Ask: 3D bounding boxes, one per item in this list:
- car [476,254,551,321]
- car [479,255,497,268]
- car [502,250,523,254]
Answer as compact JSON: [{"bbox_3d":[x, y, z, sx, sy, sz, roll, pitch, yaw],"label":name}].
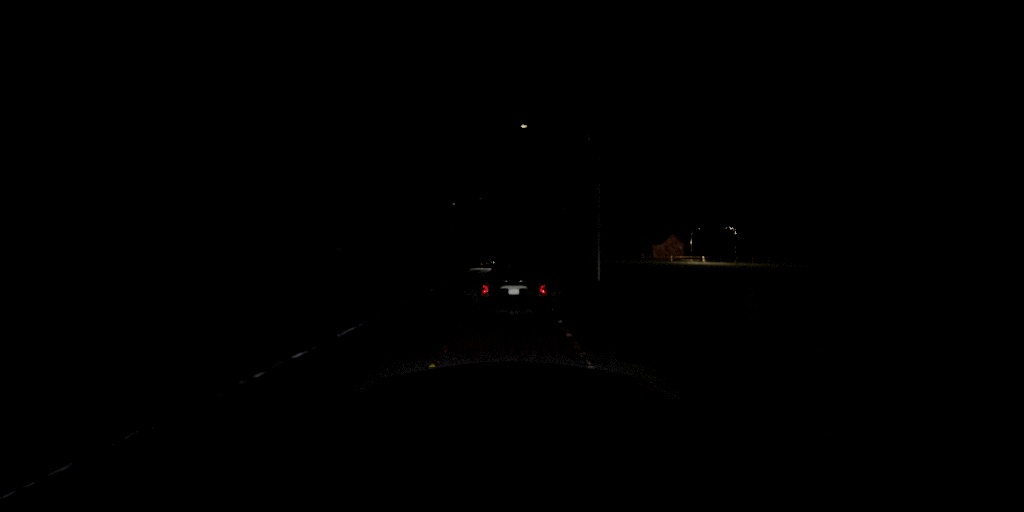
[{"bbox_3d":[0.063,0.949,11.824,2.097,1.767,4.553,0,1,0],"label":"car"},{"bbox_3d":[-2.873,0.642,43.929,1.837,1.490,4.892,0,0,0],"label":"car"},{"bbox_3d":[0.065,0.561,29.308,2.150,2.045,5.566,0,1,0],"label":"car"}]
